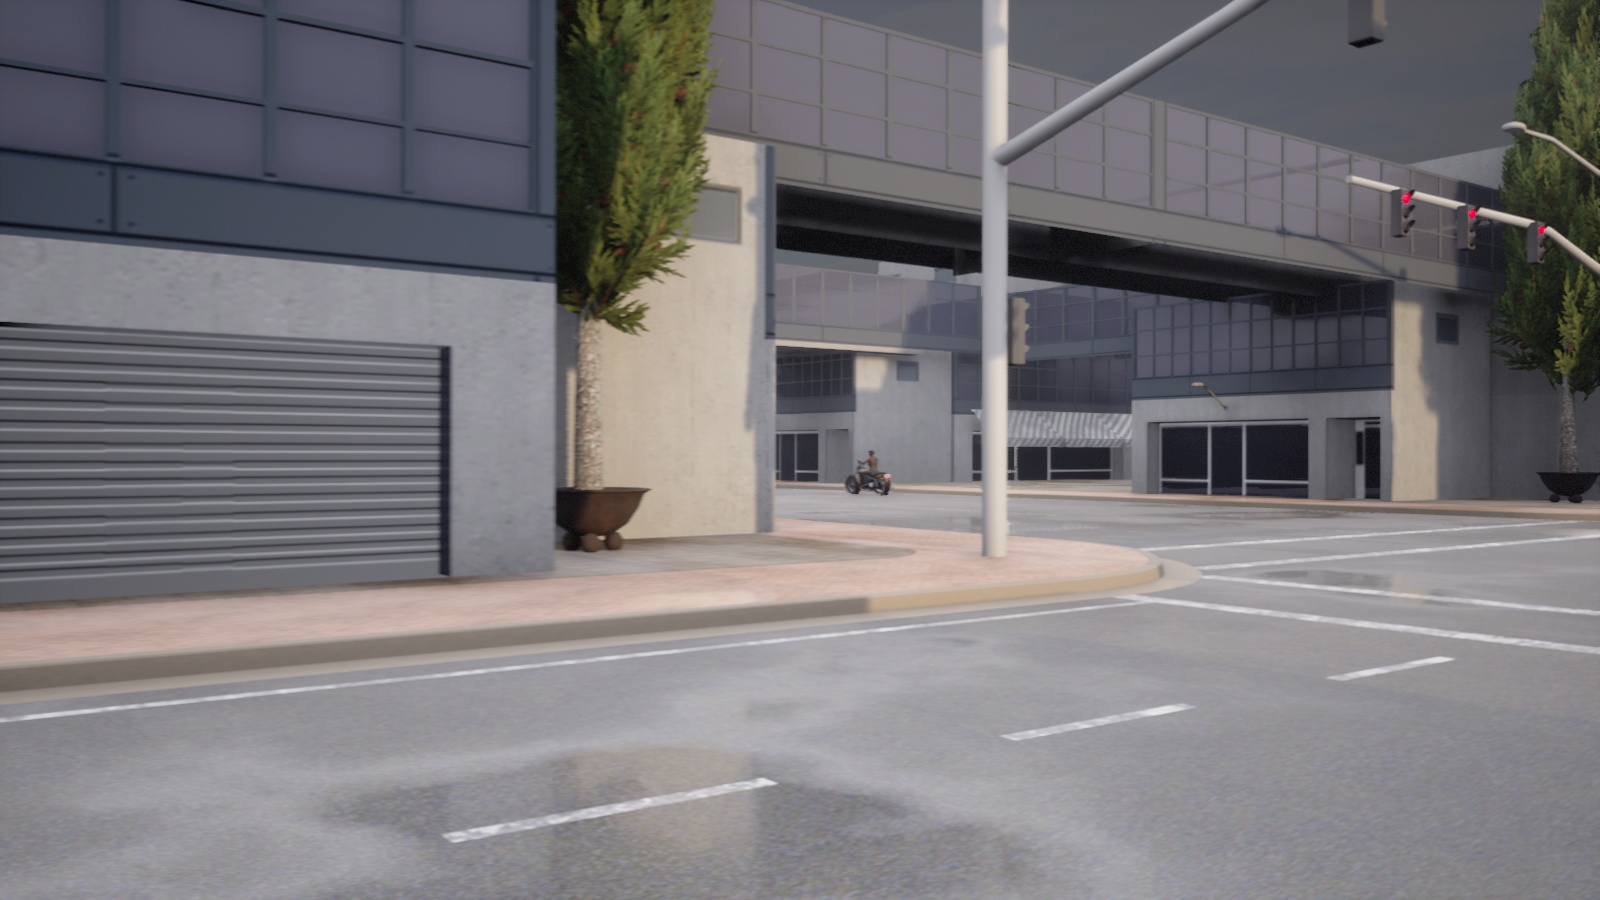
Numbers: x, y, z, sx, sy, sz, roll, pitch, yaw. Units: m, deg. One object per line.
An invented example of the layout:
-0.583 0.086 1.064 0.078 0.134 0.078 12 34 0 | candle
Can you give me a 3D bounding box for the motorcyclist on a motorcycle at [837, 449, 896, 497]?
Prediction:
2.341 0.799 44.364 0.766 1.649 2.350 0 0 -36 | motorcyclist on a motorcycle
